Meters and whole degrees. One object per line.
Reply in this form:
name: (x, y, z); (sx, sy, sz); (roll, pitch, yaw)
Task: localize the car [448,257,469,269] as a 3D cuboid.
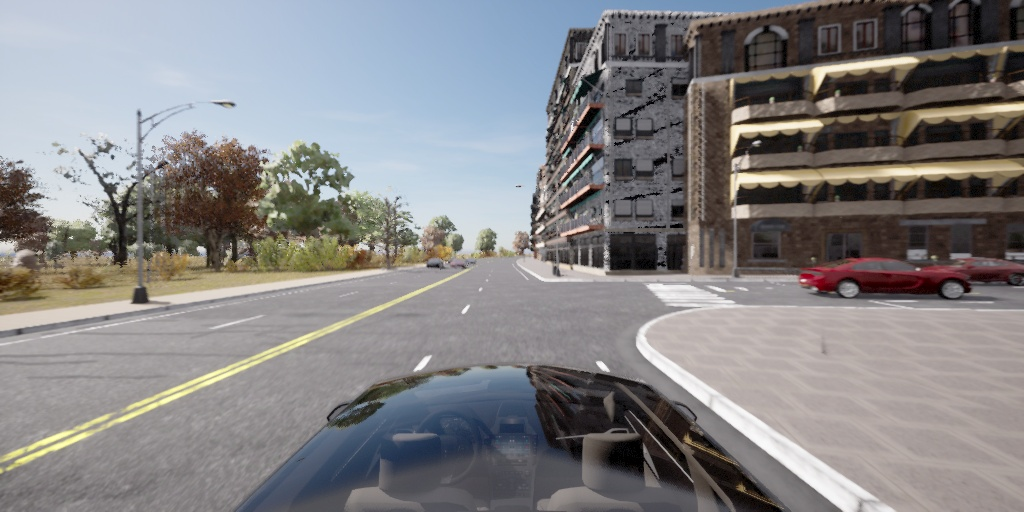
car: (-7.603, 1.080, 50.775); (1.812, 1.442, 4.674); (0, 0, -1)

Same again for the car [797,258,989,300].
car: (14.315, 0.813, 14.035); (5.008, 1.535, 1.882); (-1, 0, 15)

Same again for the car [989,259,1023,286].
car: (22.501, 0.758, 17.684); (4.207, 1.307, 1.802); (0, 0, 15)

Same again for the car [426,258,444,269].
car: (-10.851, 1.035, 50.709); (1.882, 1.535, 5.008); (0, 0, -1)
